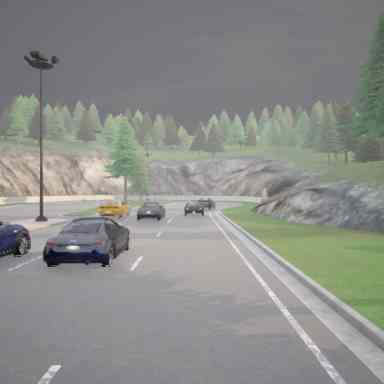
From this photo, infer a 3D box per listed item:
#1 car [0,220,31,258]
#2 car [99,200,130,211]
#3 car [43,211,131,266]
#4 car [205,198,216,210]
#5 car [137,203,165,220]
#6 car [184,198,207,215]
[{"bbox_3d":[-6.899,1.351,10.218,2.097,1.767,4.553,0,0,0],"label":"car"},{"bbox_3d":[-6.838,1.477,29.853,1.882,1.535,5.008,0,0,1],"label":"car"},{"bbox_3d":[-3.399,1.564,11.504,1.994,1.385,4.181,0,0,0],"label":"car"},{"bbox_3d":[1.883,1.492,43.324,2.128,1.511,4.902,0,0,14],"label":"car"},{"bbox_3d":[-3.365,1.564,27.956,1.994,1.385,4.181,0,0,1],"label":"car"},{"bbox_3d":[0.282,1.601,33.200,1.895,1.301,4.718,0,0,2],"label":"car"}]
